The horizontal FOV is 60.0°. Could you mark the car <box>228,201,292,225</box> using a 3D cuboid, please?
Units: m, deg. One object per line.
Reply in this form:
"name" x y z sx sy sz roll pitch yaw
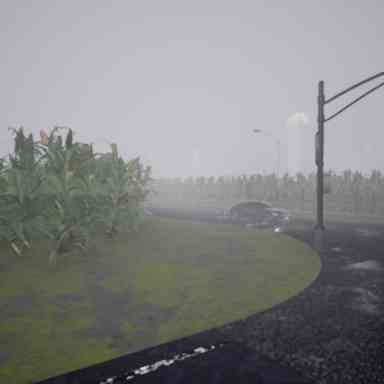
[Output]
"car" 4.472 1.343 22.546 1.812 1.442 4.674 1 0 -39
